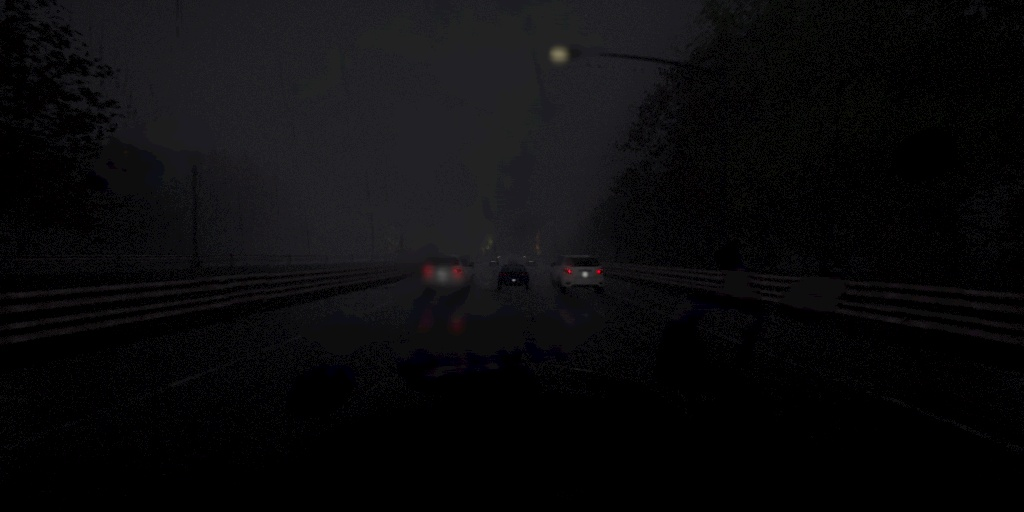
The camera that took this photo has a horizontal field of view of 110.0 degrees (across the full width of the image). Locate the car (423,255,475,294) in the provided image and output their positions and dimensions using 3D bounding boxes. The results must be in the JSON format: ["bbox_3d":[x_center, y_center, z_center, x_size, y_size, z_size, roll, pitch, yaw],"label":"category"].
[{"bbox_3d":[-3.402,0.966,20.201,2.150,2.045,5.566,0,0,0],"label":"car"}]

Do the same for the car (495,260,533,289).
[{"bbox_3d":[0.099,1.222,22.858,1.882,1.535,5.008,0,0,0],"label":"car"}]

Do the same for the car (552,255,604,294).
[{"bbox_3d":[3.598,0.966,20.327,2.150,2.045,5.566,0,0,0],"label":"car"}]
